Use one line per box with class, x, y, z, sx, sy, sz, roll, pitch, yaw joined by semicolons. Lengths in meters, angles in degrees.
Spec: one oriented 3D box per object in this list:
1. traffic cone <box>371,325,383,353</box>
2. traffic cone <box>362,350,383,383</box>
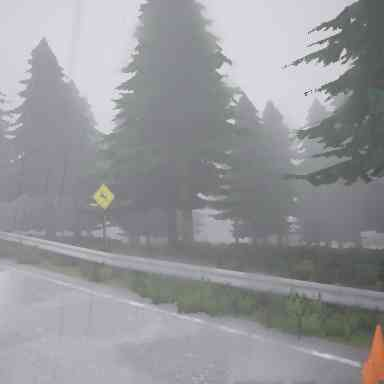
traffic cone;2.321;1.956;4.127;0.340;0.580;0.340;0;0;34
traffic cone;1.773;1.956;3.294;0.340;0.580;0.340;0;0;34
